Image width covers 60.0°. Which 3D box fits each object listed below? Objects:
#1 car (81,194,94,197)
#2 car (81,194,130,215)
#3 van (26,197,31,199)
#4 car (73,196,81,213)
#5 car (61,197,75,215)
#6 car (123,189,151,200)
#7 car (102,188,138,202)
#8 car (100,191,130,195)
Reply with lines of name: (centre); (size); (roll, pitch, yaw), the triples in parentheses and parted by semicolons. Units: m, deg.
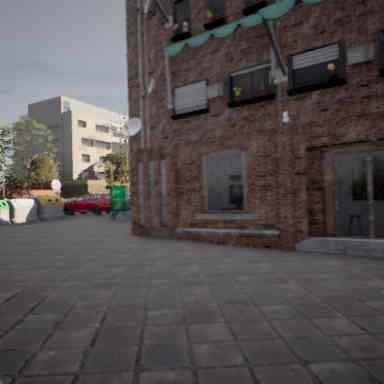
car: (-16.900, 1.473, 47.439); (4.674, 1.452, 2.002); (-2, 2, 24)
car: (-8.769, 1.377, 35.201); (5.008, 1.535, 2.097); (-2, 2, 24)
van: (-19.023, 1.497, 42.266); (4.442, 1.987, 1.878); (-2, 2, 24)
car: (-18.014, 1.583, 44.883); (4.892, 1.521, 2.231); (-2, 2, 24)
car: (-14.523, 1.687, 33.374); (1.882, 1.535, 5.008); (-2, 1, 22)
car: (-10.330, 0.416, 62.689); (4.553, 1.767, 2.185); (-2, 2, 24)
car: (-12.451, 0.581, 57.656); (5.566, 2.045, 2.435); (-2, 2, 24)
car: (-7.684, 1.124, 37.805); (4.553, 1.767, 2.185); (-2, 2, 23)
